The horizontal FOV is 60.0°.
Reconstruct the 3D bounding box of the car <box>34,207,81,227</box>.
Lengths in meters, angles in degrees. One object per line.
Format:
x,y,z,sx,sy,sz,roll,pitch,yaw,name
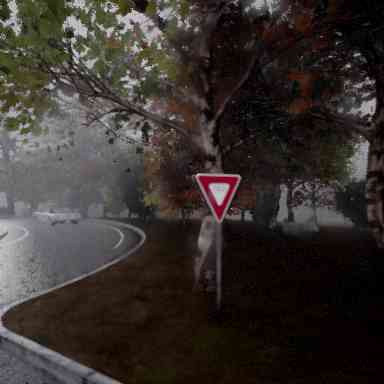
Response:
-10.056,1.750,24.530,1.895,1.301,4.718,0,0,-42,car
